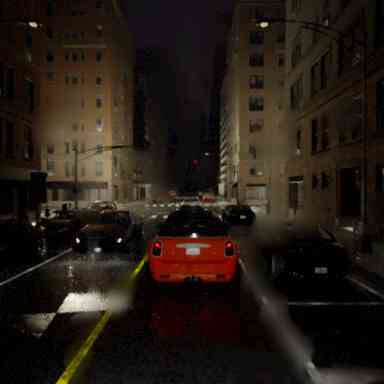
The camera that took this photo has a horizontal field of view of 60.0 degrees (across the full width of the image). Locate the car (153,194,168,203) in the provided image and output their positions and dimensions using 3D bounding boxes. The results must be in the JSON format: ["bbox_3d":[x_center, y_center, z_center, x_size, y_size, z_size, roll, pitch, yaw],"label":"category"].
[{"bbox_3d":[-5.737,1.170,57.592,1.802,1.307,4.206,0,0,0],"label":"car"}]

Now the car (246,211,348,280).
[{"bbox_3d":[2.839,1.476,9.502,2.008,1.369,4.403,0,0,0],"label":"car"}]

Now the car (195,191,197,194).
[{"bbox_3d":[2.788,0.716,95.455,2.192,1.841,5.009,0,0,0],"label":"car"}]

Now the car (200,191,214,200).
[{"bbox_3d":[2.788,1.028,57.593,1.967,1.590,4.097,0,0,0],"label":"car"}]

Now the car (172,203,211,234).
[{"bbox_3d":[-0.030,1.416,19.016,1.994,1.385,4.181,0,0,0],"label":"car"}]

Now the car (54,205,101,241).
[{"bbox_3d":[-5.696,1.465,14.989,1.802,1.307,4.206,0,0,0],"label":"car"}]

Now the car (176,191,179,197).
[{"bbox_3d":[-5.737,0.716,95.450,2.192,1.841,5.009,0,0,0],"label":"car"}]

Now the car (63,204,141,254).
[{"bbox_3d":[-3.023,1.443,13.290,2.033,1.411,5.357,0,0,0],"label":"car"}]

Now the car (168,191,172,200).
[{"bbox_3d":[-5.736,1.075,68.409,2.008,1.369,4.403,0,0,0],"label":"car"}]

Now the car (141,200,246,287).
[{"bbox_3d":[0.037,1.278,9.267,2.097,1.767,4.553,0,0,0],"label":"car"}]

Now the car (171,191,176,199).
[{"bbox_3d":[-5.736,0.970,84.464,1.752,1.417,4.829,0,0,0],"label":"car"}]

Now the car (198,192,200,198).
[{"bbox_3d":[2.789,1.075,68.412,2.008,1.369,4.403,0,0,0],"label":"car"}]

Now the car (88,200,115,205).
[{"bbox_3d":[-5.706,1.281,20.489,1.967,1.590,4.097,0,0,0],"label":"car"}]

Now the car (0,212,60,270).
[{"bbox_3d":[-5.686,1.491,9.487,1.947,1.339,4.313,0,0,0],"label":"car"}]

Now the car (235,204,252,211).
[{"bbox_3d":[2.820,1.406,20.505,1.947,1.339,4.313,0,0,0],"label":"car"}]
